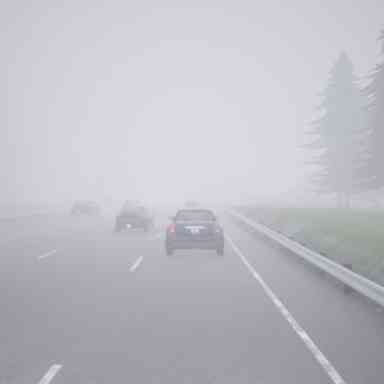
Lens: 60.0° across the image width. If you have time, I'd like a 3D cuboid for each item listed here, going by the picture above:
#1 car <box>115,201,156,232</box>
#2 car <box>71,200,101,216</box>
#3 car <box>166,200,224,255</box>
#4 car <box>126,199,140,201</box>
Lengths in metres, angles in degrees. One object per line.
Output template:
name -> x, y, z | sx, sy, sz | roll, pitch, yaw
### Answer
car -> -3.395, 1.546, 20.307 | 1.837, 1.490, 4.892 | 0, 0, 0
car -> -10.411, 1.567, 32.956 | 1.837, 1.490, 4.892 | 0, 0, 0
car -> 0.103, 1.378, 13.654 | 2.097, 1.767, 4.553 | 0, 0, 0
car -> -6.925, 1.580, 39.333 | 1.837, 1.490, 4.892 | 0, 0, 0
